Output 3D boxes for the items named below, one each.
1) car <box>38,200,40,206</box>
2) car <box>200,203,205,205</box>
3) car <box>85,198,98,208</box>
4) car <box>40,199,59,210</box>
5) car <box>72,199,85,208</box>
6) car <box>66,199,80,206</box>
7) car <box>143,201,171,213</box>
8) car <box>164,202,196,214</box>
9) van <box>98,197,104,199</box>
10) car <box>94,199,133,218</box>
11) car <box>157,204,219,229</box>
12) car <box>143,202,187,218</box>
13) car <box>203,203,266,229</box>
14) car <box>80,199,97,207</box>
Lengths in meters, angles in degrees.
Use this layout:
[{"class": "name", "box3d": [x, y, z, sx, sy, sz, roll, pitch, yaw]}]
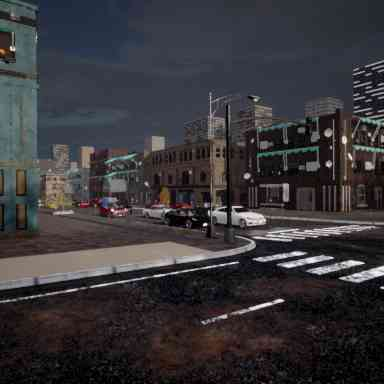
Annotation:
[{"class": "car", "box3d": [-30.899, 2.376, 66.719, 2.008, 1.369, 4.403, -1, 0, -36]}, {"class": "car", "box3d": [1.671, 1.809, 35.572, 2.008, 1.369, 4.403, -2, 0, -36]}, {"class": "car", "box3d": [-17.650, 1.940, 62.588, 2.192, 1.841, 5.009, -1, 0, -36]}, {"class": "car", "box3d": [-24.362, 2.232, 57.574, 1.752, 1.417, 4.829, -1, 0, -36]}, {"class": "car", "box3d": [-20.586, 2.230, 62.263, 1.994, 1.385, 4.181, -1, 0, -36]}, {"class": "car", "box3d": [-27.302, 2.364, 76.096, 1.947, 1.339, 4.313, -1, 0, -36]}, {"class": "car", "box3d": [-4.766, 1.966, 44.577, 1.802, 1.307, 4.206, -2, 0, -36]}, {"class": "car", "box3d": [-1.548, 1.904, 40.075, 1.802, 1.307, 4.206, -2, 0, -36]}, {"class": "van", "box3d": [-14.430, 1.907, 58.085, 1.690, 1.788, 3.998, -1, 0, -36]}, {"class": "car", "box3d": [-8.367, 1.846, 35.199, 1.967, 1.590, 4.097, -1, 0, -36]}, {"class": "car", "box3d": [-0.392, 1.814, 23.840, 1.947, 1.339, 4.313, -2, 0, -36]}, {"class": "car", "box3d": [-2.861, 1.914, 31.972, 1.895, 1.301, 4.718, -1, 0, -36]}, {"class": "car", "box3d": [3.099, 1.722, 23.686, 1.812, 1.442, 4.674, -1, 0, -37]}, {"class": "car", "box3d": [-20.864, 2.227, 67.091, 1.887, 1.381, 4.507, -1, 0, -36]}]
